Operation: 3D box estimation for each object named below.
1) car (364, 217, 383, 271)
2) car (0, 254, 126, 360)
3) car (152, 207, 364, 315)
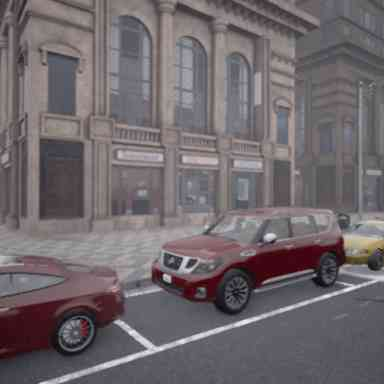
[{"bbox_3d":[6.002,1.527,10.927,4.829,1.417,1.752,0,0,-36],"label":"car"},{"bbox_3d":[-2.981,1.582,4.519,4.206,1.307,1.802,0,0,-36],"label":"car"},{"bbox_3d":[1.580,1.316,7.772,5.009,1.841,2.192,0,0,-36],"label":"car"}]
